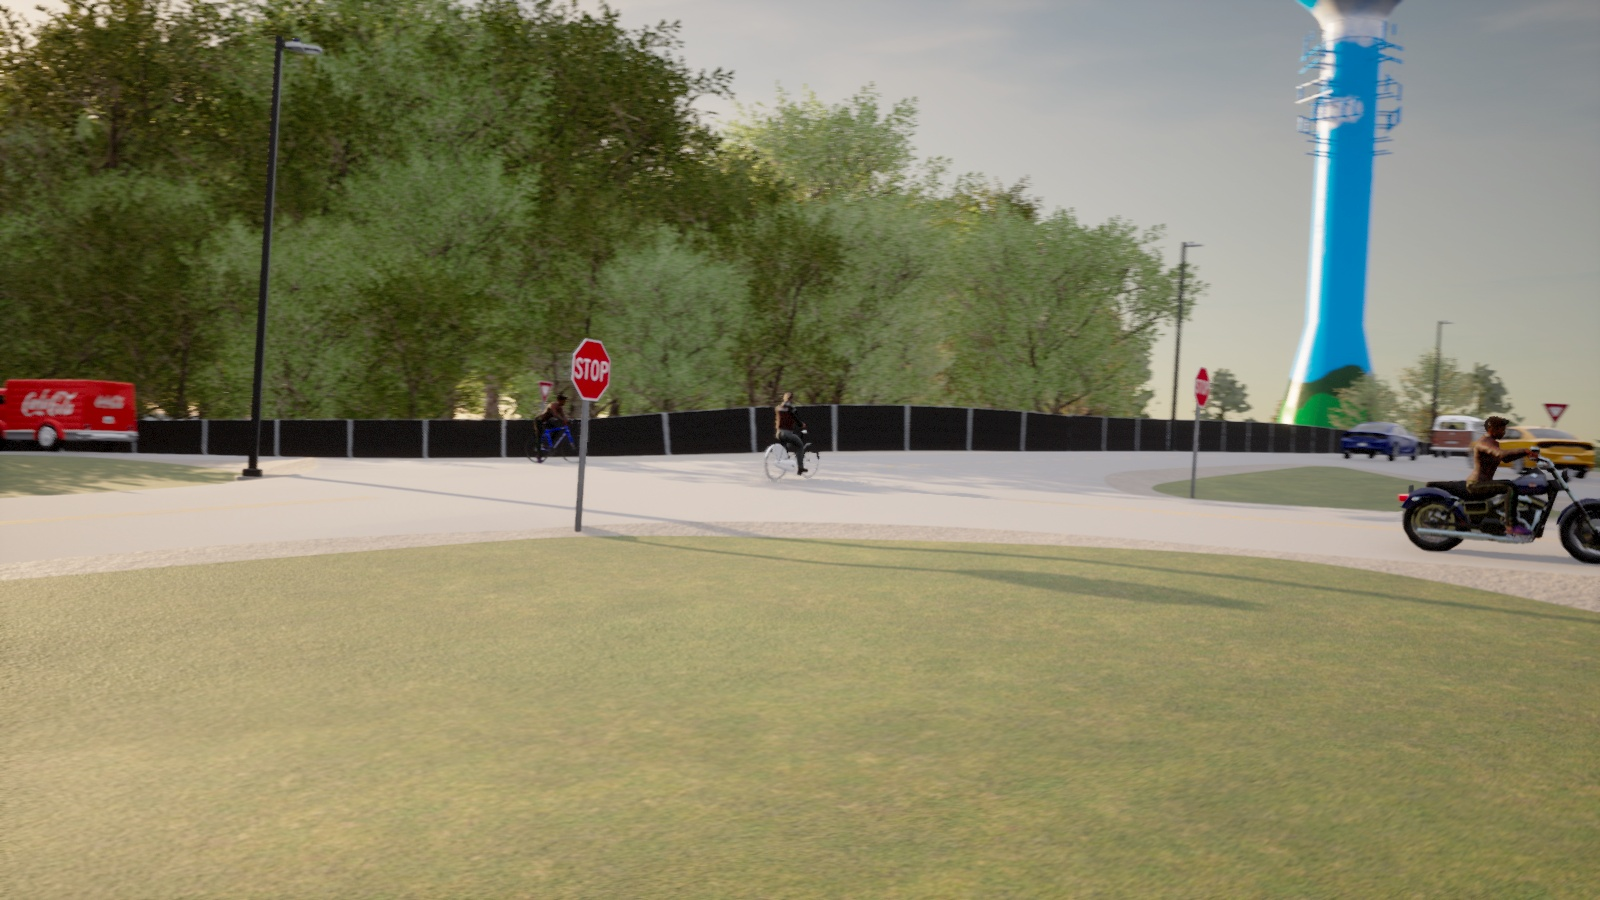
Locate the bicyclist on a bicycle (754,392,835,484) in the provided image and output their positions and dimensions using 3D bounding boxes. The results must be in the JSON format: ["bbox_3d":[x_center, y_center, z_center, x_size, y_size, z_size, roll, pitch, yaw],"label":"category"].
[{"bbox_3d":[-0.099,-0.269,25.261,0.659,1.776,1.843,1,3,35],"label":"bicyclist on a bicycle"}]

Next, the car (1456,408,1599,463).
[{"bbox_3d":[22.503,-0.496,39.082,1.882,1.535,5.008,2,2,5],"label":"car"}]

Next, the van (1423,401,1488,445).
[{"bbox_3d":[31.477,-1.267,60.253,2.069,2.038,4.480,1,1,36],"label":"van"}]

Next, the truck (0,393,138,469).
[{"bbox_3d":[-25.999,-0.604,43.340,5.204,2.467,2.627,-1,0,16],"label":"truck"}]

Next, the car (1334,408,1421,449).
[{"bbox_3d":[23.383,-0.878,50.748,1.882,1.535,5.008,2,2,40],"label":"car"}]

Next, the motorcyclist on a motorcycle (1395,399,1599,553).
[{"bbox_3d":[8.165,0.252,14.323,2.350,1.649,0.766,1,3,39],"label":"motorcyclist on a motorcycle"}]

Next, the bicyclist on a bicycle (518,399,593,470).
[{"bbox_3d":[-5.783,-0.360,29.722,1.656,1.620,0.582,-1,1,18],"label":"bicyclist on a bicycle"}]
